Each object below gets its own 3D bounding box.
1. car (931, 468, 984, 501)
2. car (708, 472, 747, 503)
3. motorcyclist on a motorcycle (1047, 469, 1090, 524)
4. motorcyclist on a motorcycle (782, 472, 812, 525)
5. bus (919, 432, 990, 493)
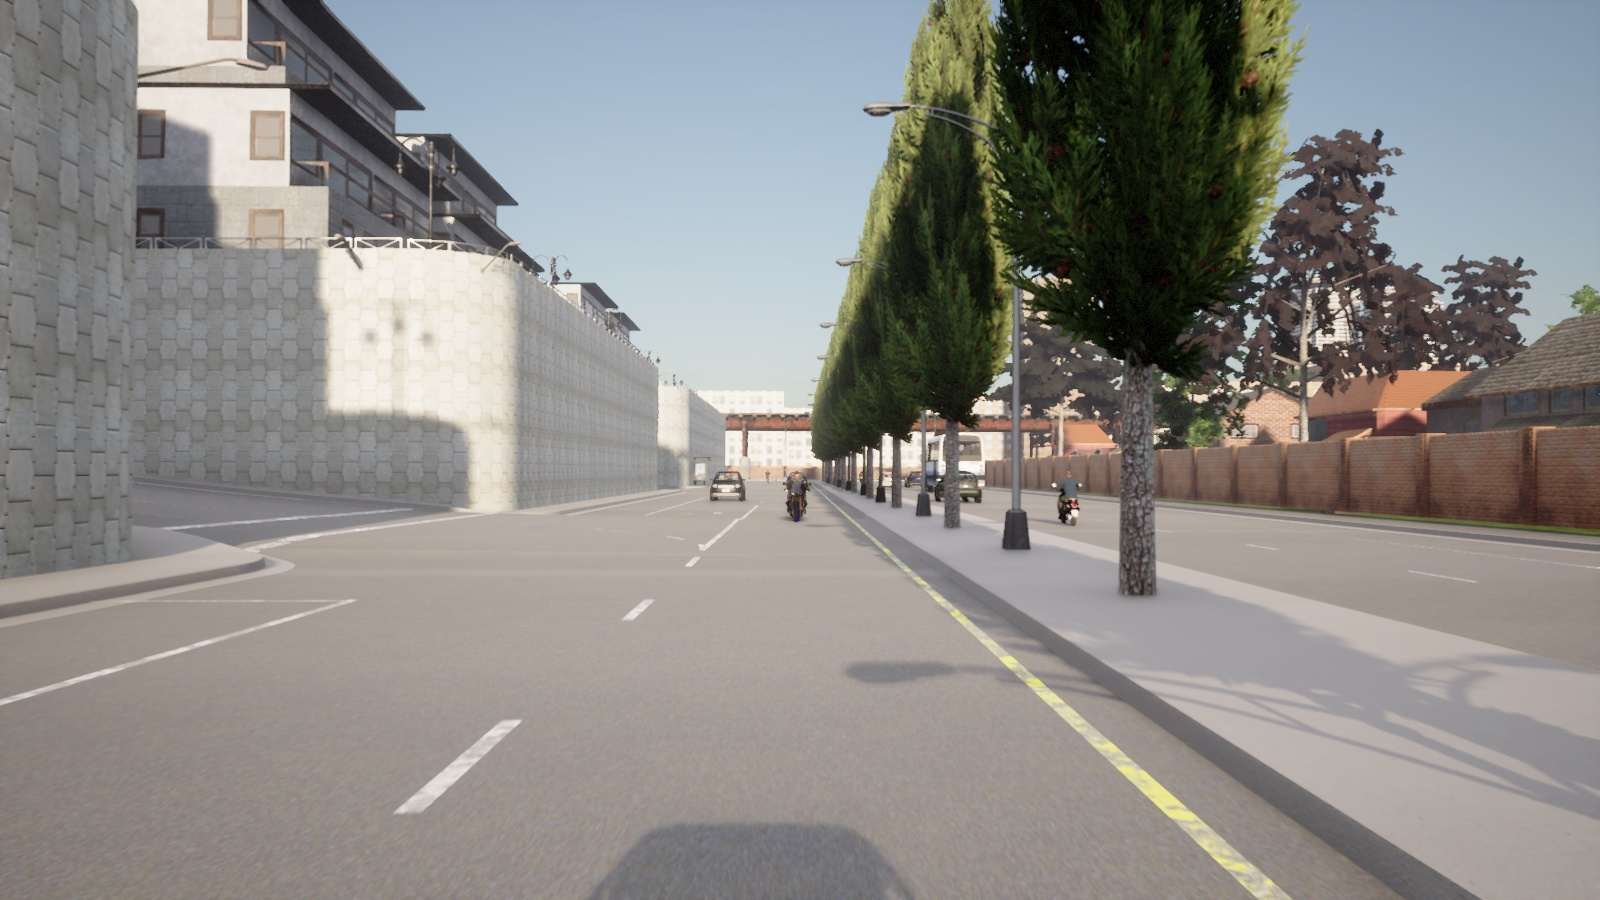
[{"bbox_3d":[7.971,1.750,63.841,1.851,1.617,3.988,0,-1,-6],"label":"car"},{"bbox_3d":[-3.656,1.881,64.087,1.789,1.549,3.705,0,-1,0],"label":"car"},{"bbox_3d":[7.916,1.358,37.110,0.866,1.590,1.817,0,-1,0],"label":"motorcyclist on a motorcycle"},{"bbox_3d":[-0.091,1.457,37.661,0.866,1.530,2.191,0,-3,0],"label":"motorcyclist on a motorcycle"},{"bbox_3d":[11.265,0.949,92.929,3.944,4.253,10.273,0,-1,0],"label":"bus"}]
